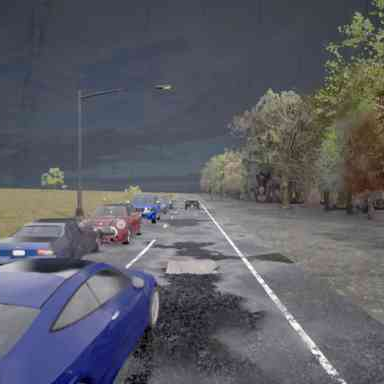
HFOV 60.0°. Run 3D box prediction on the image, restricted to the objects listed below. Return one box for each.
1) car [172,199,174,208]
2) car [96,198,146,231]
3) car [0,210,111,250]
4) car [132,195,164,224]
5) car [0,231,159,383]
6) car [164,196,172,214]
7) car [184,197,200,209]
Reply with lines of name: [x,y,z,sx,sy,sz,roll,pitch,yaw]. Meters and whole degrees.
car: [-3.627,1.347,45.262,2.097,1.767,4.553,0,0,0]
car: [-3.690,1.353,15.599,2.097,1.767,4.553,0,0,1]
car: [-4.334,1.549,10.724,2.033,1.411,5.357,0,0,-1]
car: [-3.623,1.222,25.251,2.150,2.045,5.566,0,0,-1]
car: [-1.668,1.526,4.007,1.812,1.442,4.674,0,0,6]
car: [-3.620,1.351,35.256,2.097,1.767,4.553,0,0,0]
car: [0.027,1.500,44.330,1.837,1.490,4.892,0,0,0]
